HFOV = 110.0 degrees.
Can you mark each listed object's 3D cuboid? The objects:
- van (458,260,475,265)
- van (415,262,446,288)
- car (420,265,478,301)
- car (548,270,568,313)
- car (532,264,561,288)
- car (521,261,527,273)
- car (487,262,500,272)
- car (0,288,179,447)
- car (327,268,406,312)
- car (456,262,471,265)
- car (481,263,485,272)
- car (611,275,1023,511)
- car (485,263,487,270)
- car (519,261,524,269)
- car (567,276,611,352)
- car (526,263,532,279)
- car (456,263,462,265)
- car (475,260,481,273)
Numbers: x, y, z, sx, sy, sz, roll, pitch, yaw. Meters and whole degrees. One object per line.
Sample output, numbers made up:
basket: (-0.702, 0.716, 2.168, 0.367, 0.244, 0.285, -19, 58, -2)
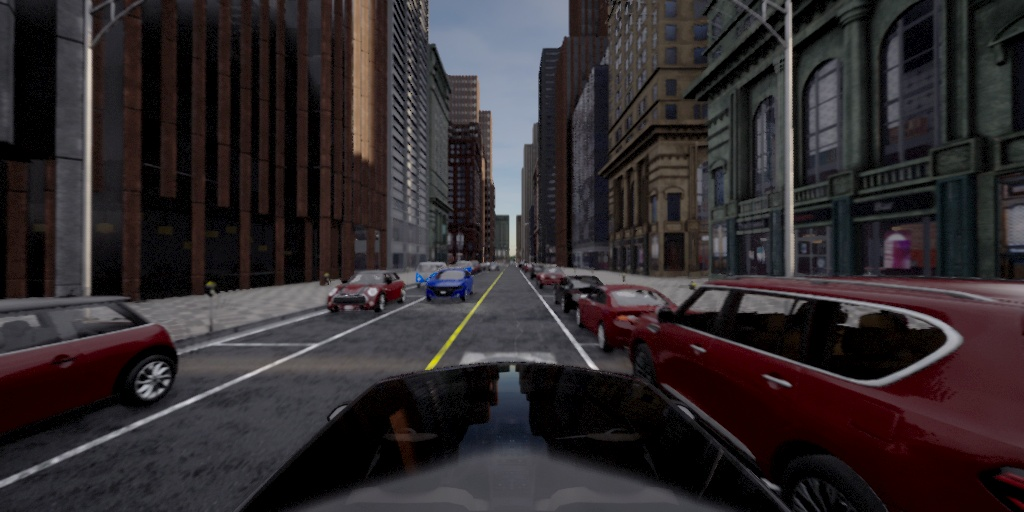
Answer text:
van: (-5.770, 1.503, 42.831, 1.690, 1.789, 3.998, 0, 0, 0)
van: (-5.767, 1.331, 25.923, 1.690, 1.789, 3.998, 0, 0, 0)
car: (-3.103, 1.395, 18.654, 1.882, 1.535, 5.008, 0, -1, 0)
car: (2.760, 1.444, 14.660, 1.948, 1.339, 4.313, 0, 0, 0)
car: (2.758, 1.430, 25.931, 1.967, 1.591, 4.097, 0, 0, 0)
car: (2.753, 1.862, 54.112, 1.802, 1.307, 4.207, 0, 0, 0)
car: (-3.056, 1.833, 60.039, 2.128, 1.511, 4.902, 0, -1, 1)
car: (-5.763, 1.206, 3.377, 1.967, 1.591, 4.097, 0, 0, 0)
car: (-5.765, 1.318, 14.650, 1.967, 1.591, 4.097, 0, 0, 0)
car: (-5.769, 1.655, 37.195, 2.007, 1.370, 4.403, 0, 0, 0)
car: (-5.772, 1.594, 54.104, 2.192, 1.841, 5.009, 0, 0, 0)
car: (2.762, 1.082, 3.388, 2.192, 1.841, 5.009, 0, 0, 0)
car: (-5.773, 1.903, 59.741, 1.948, 1.339, 4.313, 0, 0, 0)
car: (2.751, 1.979, 65.384, 1.802, 1.307, 4.207, 0, 0, 0)
car: (2.761, 1.368, 9.024, 1.888, 1.381, 4.507, 0, 0, 0)
car: (2.756, 1.671, 37.203, 1.948, 1.339, 4.313, 0, 0, 0)
car: (-5.768, 1.572, 31.389, 1.751, 1.417, 4.829, 0, 0, 0)
car: (-5.771, 1.661, 48.467, 1.967, 1.591, 4.097, 0, 0, 0)
